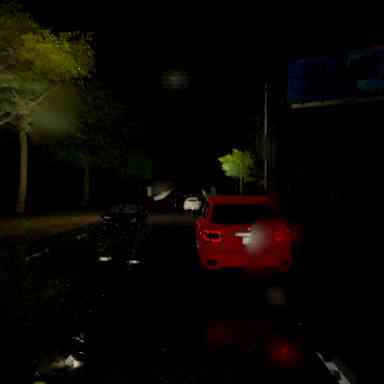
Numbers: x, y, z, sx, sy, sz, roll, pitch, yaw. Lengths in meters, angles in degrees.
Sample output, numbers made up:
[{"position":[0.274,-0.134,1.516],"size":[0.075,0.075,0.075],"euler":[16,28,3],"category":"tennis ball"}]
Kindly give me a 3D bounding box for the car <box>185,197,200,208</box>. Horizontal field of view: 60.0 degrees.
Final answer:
[{"position":[0.051,1.397,46.456],"size":[1.994,1.385,4.181],"euler":[0,0,1],"category":"car"}]

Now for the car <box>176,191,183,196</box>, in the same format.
[{"position":[-3.439,0.697,83.163],"size":[2.097,1.767,4.553],"euler":[0,2,0],"category":"car"}]

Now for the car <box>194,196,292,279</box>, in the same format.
[{"position":[1.233,1.112,9.807],"size":[2.150,2.045,5.566],"euler":[0,0,0],"category":"car"}]

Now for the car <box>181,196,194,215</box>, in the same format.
[{"position":[0.085,1.345,34.919],"size":[1.812,1.442,4.674],"euler":[0,0,1],"category":"car"}]

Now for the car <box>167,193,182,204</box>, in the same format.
[{"position":[-3.498,1.391,60.379],"size":[2.033,1.411,5.357],"euler":[0,0,1],"category":"car"}]

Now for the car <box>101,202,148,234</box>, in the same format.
[{"position":[-3.586,1.309,18.346],"size":[1.882,1.535,5.008],"euler":[0,0,0],"category":"car"}]
